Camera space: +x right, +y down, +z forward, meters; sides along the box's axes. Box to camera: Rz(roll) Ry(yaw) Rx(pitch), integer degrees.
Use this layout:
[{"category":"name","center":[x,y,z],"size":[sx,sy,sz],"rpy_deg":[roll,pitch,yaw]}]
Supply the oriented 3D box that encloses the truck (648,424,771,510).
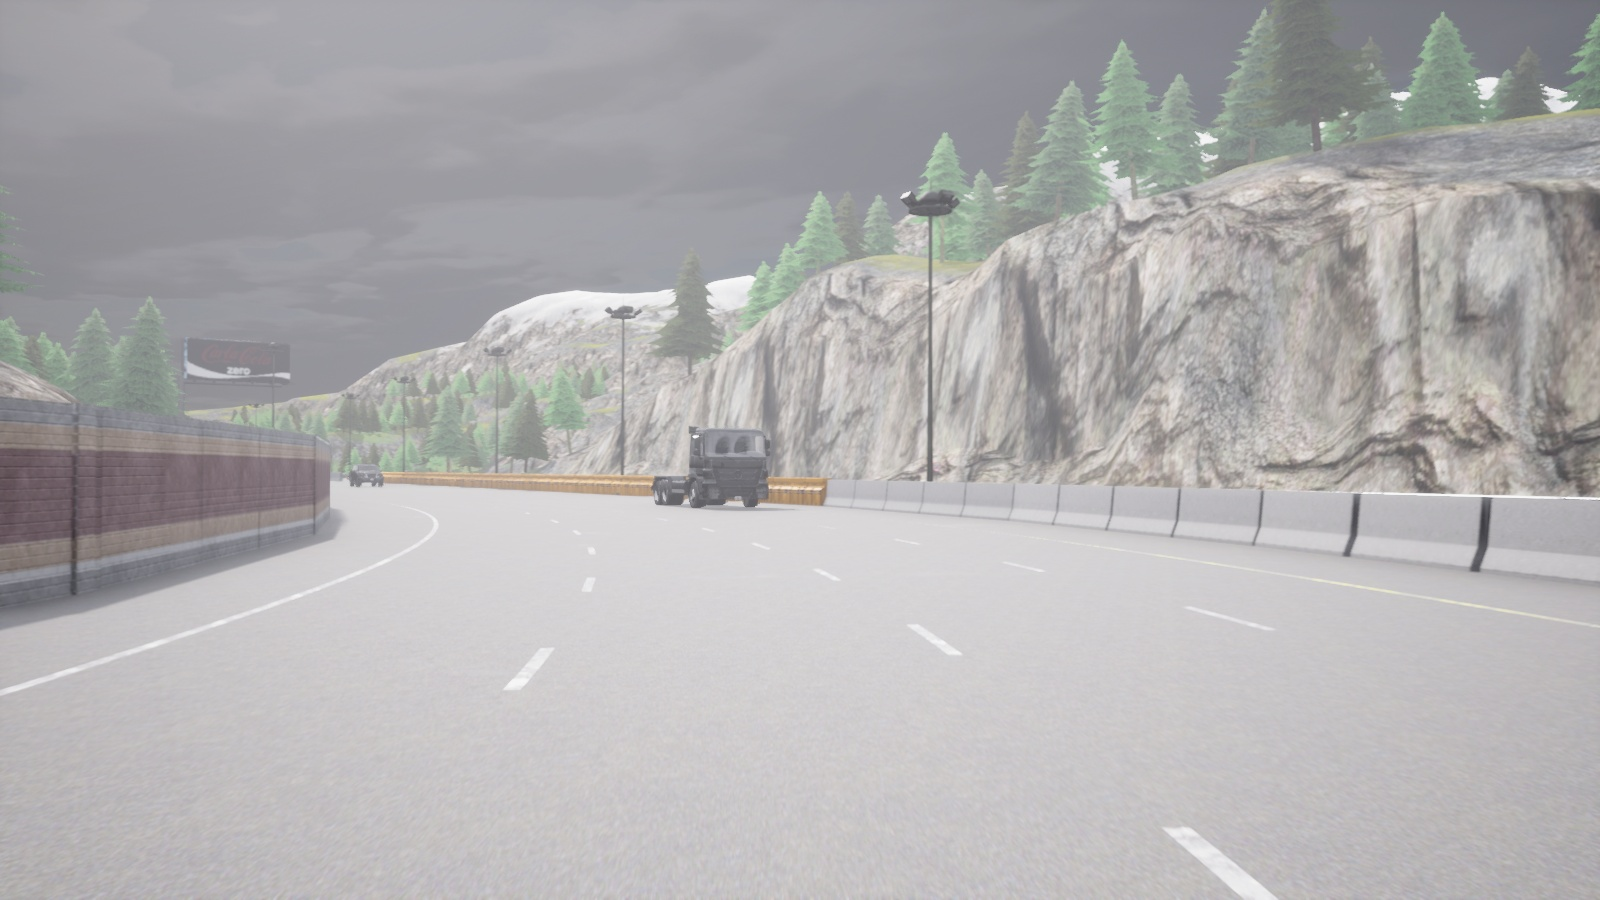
[{"category":"truck","center":[-4.094,0.766,54.693],"size":[2.891,3.462,7.936],"rpy_deg":[0,-1,-24]}]
